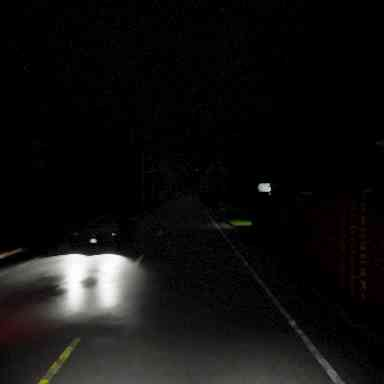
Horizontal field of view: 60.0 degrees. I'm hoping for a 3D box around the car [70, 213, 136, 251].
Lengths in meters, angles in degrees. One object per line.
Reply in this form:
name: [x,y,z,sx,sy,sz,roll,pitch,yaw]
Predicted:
car: [-3.622,1.608,14.197,1.994,1.385,4.181,0,0,0]
